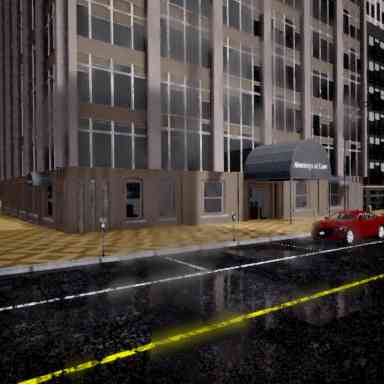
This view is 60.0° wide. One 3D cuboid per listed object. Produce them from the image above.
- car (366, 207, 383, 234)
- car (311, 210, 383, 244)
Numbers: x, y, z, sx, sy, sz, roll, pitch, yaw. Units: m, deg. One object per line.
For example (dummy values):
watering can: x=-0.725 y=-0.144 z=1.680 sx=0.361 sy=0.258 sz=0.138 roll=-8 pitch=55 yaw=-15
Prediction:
car: x=12.101 y=1.547 z=19.065 sx=4.403 sy=1.369 sz=2.008 roll=0 pitch=-1 yaw=-35
car: x=7.474 y=1.542 z=15.764 sx=4.507 sy=1.381 sz=1.887 roll=0 pitch=-1 yaw=-35
